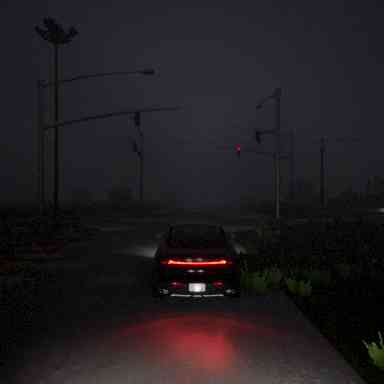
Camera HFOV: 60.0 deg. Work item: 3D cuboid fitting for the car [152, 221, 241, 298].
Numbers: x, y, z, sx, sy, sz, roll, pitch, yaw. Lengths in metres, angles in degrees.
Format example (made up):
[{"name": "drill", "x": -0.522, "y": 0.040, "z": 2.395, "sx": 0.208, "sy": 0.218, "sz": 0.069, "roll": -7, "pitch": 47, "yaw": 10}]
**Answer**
[{"name": "car", "x": 0.093, "y": 1.505, "z": 8.522, "sx": 1.837, "sy": 1.490, "sz": 4.892, "roll": 0, "pitch": 0, "yaw": 0}]
